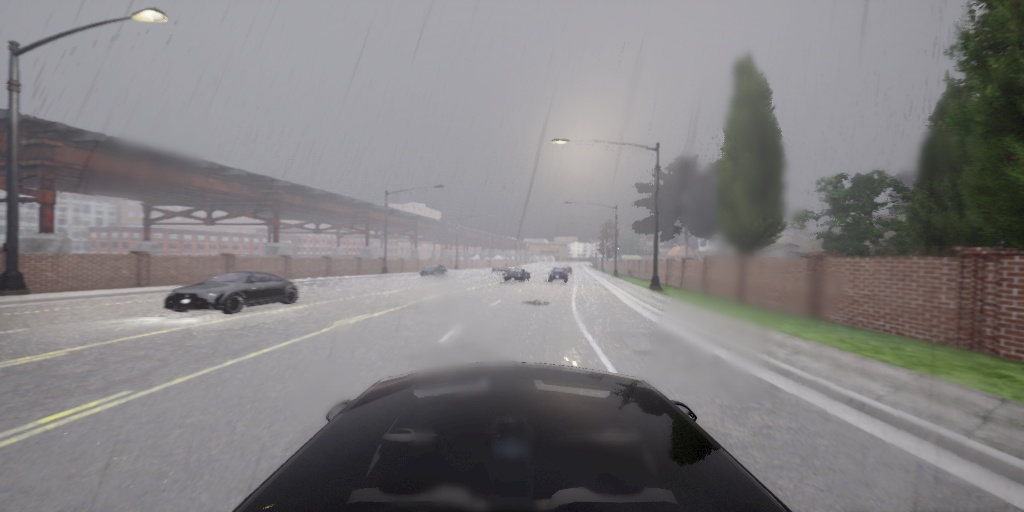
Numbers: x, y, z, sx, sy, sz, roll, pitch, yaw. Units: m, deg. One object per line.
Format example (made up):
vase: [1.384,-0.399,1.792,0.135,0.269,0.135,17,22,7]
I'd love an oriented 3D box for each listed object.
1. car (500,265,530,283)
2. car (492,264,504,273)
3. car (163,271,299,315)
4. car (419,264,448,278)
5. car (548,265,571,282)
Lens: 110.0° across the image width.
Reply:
car: [0.555,1.840,34.708,1.895,1.301,4.718,1,-1,12]
car: [-1.996,2.064,58.972,1.882,1.535,5.008,1,-1,10]
car: [-9.909,1.242,13.101,1.994,1.385,4.181,1,-1,6]
car: [-8.862,1.655,40.917,1.837,1.490,4.892,1,-1,11]
car: [4.845,1.893,37.236,1.812,1.442,4.674,1,-1,10]
